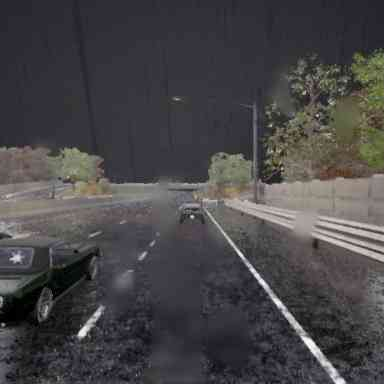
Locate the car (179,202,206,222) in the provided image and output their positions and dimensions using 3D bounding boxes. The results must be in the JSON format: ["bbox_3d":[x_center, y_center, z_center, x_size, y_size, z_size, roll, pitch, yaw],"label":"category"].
[{"bbox_3d":[0.018,1.561,26.642,1.837,1.490,4.892,0,0,0],"label":"car"}]

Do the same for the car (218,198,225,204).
[{"bbox_3d":[7.753,2.191,80.251,1.812,1.442,4.674,0,-1,24],"label":"car"}]

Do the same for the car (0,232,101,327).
[{"bbox_3d":[-3.394,1.612,7.008,1.895,1.301,4.718,0,0,0],"label":"car"}]
